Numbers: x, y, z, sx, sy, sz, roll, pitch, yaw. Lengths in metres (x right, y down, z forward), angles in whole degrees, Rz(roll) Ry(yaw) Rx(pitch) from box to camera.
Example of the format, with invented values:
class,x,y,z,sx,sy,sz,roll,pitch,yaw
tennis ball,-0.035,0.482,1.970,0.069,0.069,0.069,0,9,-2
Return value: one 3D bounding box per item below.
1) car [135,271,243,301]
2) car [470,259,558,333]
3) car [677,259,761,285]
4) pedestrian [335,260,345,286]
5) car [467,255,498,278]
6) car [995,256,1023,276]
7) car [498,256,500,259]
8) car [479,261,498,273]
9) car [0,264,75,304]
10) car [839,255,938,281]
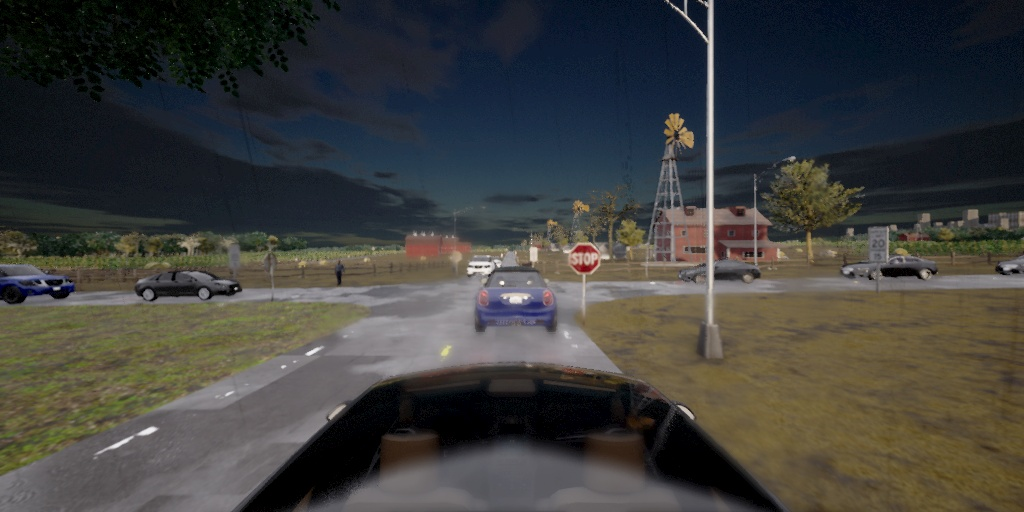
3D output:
class,x,y,z,sx,sy,sz,roll,pitch,yaw
car,-17.255,1.552,19.266,4.892,1.490,1.837,-1,1,0
car,0.102,1.084,10.812,2.097,1.767,4.553,0,0,0
car,12.698,0.940,22.088,4.674,1.442,1.812,-1,1,2
pedestrian,-12.149,1.152,25.206,0.375,1.860,0.375,0,2,0
car,-2.893,0.948,34.377,2.150,2.045,5.566,0,0,2
car,32.773,0.502,21.924,4.902,1.511,2.128,-1,1,0
car,-2.813,1.056,57.672,2.150,2.045,5.566,0,0,1
car,-2.833,1.305,44.759,2.033,1.411,5.357,0,0,0
car,-27.251,1.452,19.314,5.566,2.045,2.150,-1,1,1
car,22.974,0.702,21.988,4.902,1.511,2.128,-1,1,0
